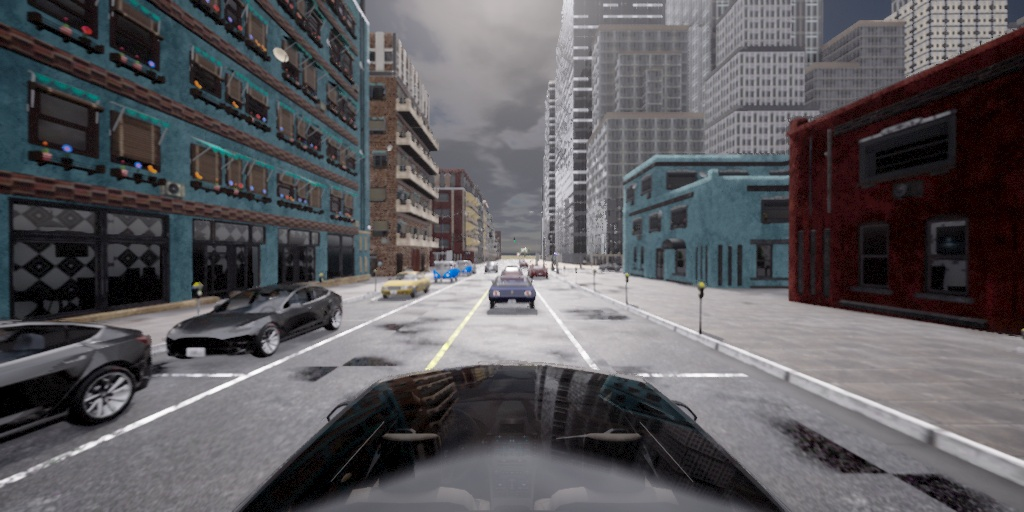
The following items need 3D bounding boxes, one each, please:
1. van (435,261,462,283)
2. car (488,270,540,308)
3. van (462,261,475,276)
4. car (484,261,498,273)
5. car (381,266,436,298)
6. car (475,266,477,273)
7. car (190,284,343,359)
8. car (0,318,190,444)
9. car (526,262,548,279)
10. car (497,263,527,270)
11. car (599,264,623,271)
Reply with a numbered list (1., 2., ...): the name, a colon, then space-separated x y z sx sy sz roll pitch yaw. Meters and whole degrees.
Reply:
1. van: -5.677 1.351 30.955 1.690 1.789 3.998 0 0 0
2. car: 0.008 1.480 15.949 1.895 1.301 4.718 0 0 0
3. van: -5.672 1.445 42.117 1.690 1.789 3.998 0 0 0
4. car: -2.980 1.683 52.295 2.128 1.511 4.902 0 -1 0
5. car: -5.683 1.439 19.625 1.751 1.417 4.829 0 0 0
6. car: -5.669 1.701 47.697 2.007 1.370 4.403 0 0 0
7. car: -5.688 1.379 8.633 1.948 1.339 4.313 0 0 0
8. car: -5.691 1.328 3.052 1.948 1.339 4.313 0 0 0
9. car: 2.706 1.603 36.568 1.888 1.381 4.507 0 0 0
10. car: 0.017 1.577 31.156 1.994 1.385 4.181 0 0 0
11. car: 16.742 1.952 59.898 4.403 1.370 2.007 0 0 1
